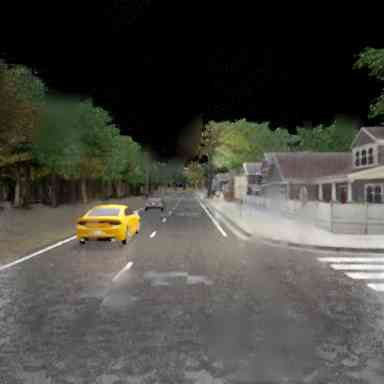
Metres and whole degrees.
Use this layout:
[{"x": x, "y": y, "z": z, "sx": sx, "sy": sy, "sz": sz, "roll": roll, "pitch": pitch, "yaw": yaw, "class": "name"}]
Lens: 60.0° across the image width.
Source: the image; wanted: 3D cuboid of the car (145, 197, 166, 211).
[{"x": -3.694, "y": 1.181, "z": 34.333, "sx": 2.033, "sy": 1.411, "sz": 5.357, "roll": 0, "pitch": 1, "yaw": 0, "class": "car"}]

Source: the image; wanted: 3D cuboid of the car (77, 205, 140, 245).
[{"x": -3.535, "y": 1.322, "z": 14.806, "sx": 1.882, "sy": 1.535, "sz": 5.008, "roll": 0, "pitch": 1, "yaw": 0, "class": "car"}]
